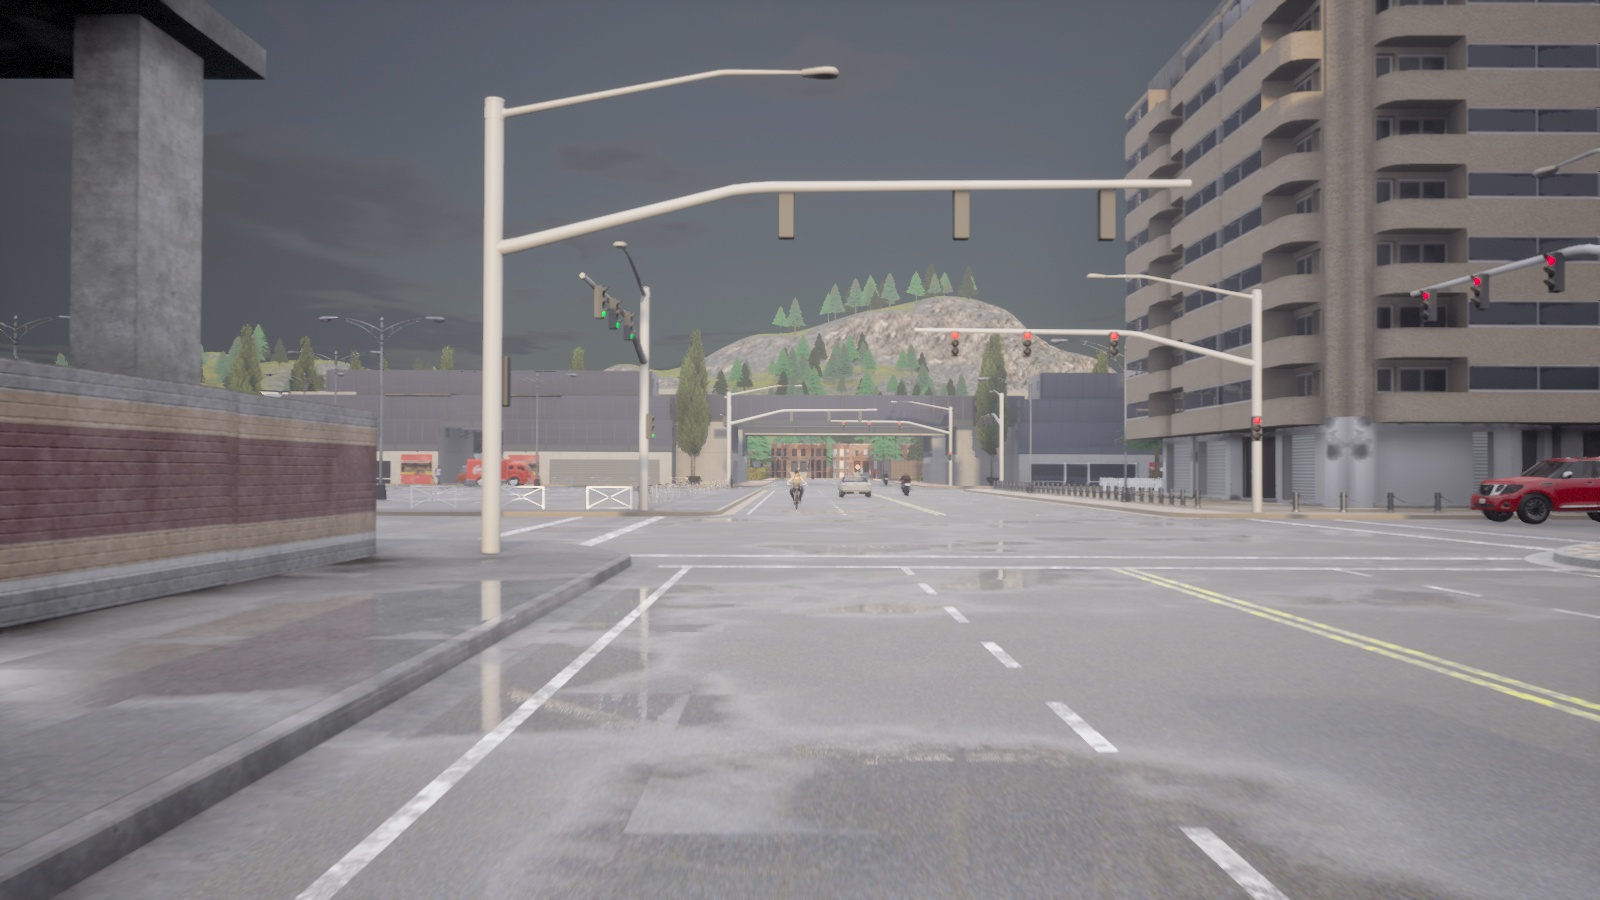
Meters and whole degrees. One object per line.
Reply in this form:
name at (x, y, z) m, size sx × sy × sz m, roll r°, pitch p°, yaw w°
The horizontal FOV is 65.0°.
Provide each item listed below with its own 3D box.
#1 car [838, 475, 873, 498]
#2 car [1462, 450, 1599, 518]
car at (3.317, 2.170, 75.727) m, size 1.895 × 1.301 × 4.718 m, roll 0°, pitch -1°, yaw 0°
car at (23.733, 1.031, 38.647) m, size 5.566 × 2.045 × 2.150 m, roll 0°, pitch -1°, yaw 0°
